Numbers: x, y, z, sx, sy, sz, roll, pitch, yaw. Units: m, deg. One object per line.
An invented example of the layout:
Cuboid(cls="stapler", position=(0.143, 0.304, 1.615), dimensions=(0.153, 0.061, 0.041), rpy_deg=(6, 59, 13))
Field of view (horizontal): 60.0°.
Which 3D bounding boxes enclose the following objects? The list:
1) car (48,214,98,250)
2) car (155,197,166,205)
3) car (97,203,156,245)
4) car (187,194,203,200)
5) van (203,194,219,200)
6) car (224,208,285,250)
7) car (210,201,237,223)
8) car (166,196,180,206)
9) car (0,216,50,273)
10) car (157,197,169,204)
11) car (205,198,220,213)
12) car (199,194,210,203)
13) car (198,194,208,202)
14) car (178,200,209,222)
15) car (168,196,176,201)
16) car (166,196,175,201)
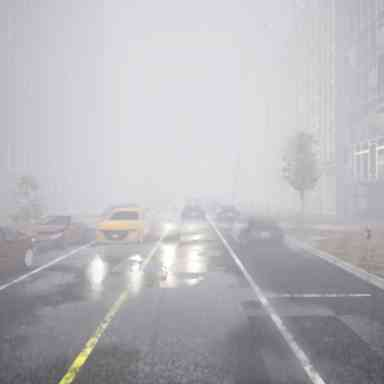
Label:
Cuboid(cls="car", position=(-5.684, 1.616, 14.326), dimensions=(1.802, 1.307, 4.206), rpy_deg=(0, 0, 0))
Cuboid(cls="car", position=(-5.667, 1.637, 59.697), dimensions=(1.752, 1.417, 4.829), rpy_deg=(0, 0, 0))
Cuboid(cls="car", position=(-3.096, 1.515, 15.914), dimensions=(1.882, 1.535, 5.008), rpy_deg=(0, 0, 0))
Cuboid(cls="car", position=(0.088, 1.442, 43.882), dimensions=(2.097, 1.767, 4.553), rpy_deg=(0, 0, 0))
Cuboid(cls="van", position=(2.708, 1.430, 42.779), dimensions=(1.690, 1.788, 3.998), rpy_deg=(0, 0, 0))
Cuboid(cls="car", position=(2.697, 1.600, 14.316), dimensions=(1.947, 1.339, 4.313), rpy_deg=(0, 0, 0))
Cuboid(cls="car", position=(2.701, 1.624, 25.700), dimensions=(1.947, 1.339, 4.313), rpy_deg=(0, 0, 0))
Cuboid(cls="car", position=(-3.036, 1.635, 57.556), dimensions=(1.812, 1.442, 4.674), rpy_deg=(0, 0, 0))
Cuboid(cls="car", position=(-5.686, 1.566, 8.633), dimensions=(1.887, 1.381, 4.507), rpy_deg=(0, 0, 0))
Cuboid(cls="car", position=(-5.665, 1.669, 65.560), dimensions=(2.008, 1.369, 4.403), rpy_deg=(0, 0, 0))
Cuboid(cls="car", position=(2.705, 1.645, 37.084), dimensions=(1.947, 1.339, 4.313), rpy_deg=(0, 0, 0))
Cuboid(cls="car", position=(2.719, 1.439, 71.238), dimensions=(2.192, 1.841, 5.009), rpy_deg=(0, 0, 0))
Cuboid(cls="car", position=(2.723, 1.450, 82.623), dimensions=(2.192, 1.841, 5.009), rpy_deg=(0, 0, 0))
Cuboid(cls="car", position=(0.108, 1.625, 27.346), dimensions=(1.994, 1.385, 4.181), rpy_deg=(0, 0, 0))
Cuboid(cls="car", position=(-5.655, 1.709, 94.022), dimensions=(1.947, 1.339, 4.313), rpy_deg=(0, 0, 0))
Cuboid(cls="car", position=(-5.657, 1.690, 88.329), dimensions=(2.008, 1.369, 4.403), rpy_deg=(0, 0, 0))
